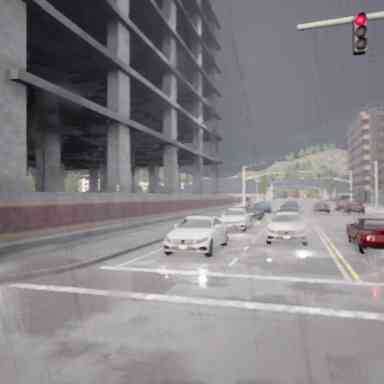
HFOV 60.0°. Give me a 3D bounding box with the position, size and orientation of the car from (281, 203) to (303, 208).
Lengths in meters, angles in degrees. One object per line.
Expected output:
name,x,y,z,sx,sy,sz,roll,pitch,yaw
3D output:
car,7.476,1.811,25.320,1.837,1.490,4.892,-1,-1,17

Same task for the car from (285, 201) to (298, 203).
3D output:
car,10.468,1.771,34.946,2.097,1.767,4.553,-1,-1,17

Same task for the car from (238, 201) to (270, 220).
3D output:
car,6.063,1.919,32.569,2.128,1.511,4.902,-1,-1,17

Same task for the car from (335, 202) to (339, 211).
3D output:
car,22.404,2.039,49.216,1.812,1.442,4.674,-1,-1,17

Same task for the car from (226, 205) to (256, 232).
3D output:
car,3.047,1.839,22.858,1.812,1.442,4.674,-1,-1,17

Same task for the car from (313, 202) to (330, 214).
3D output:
car,16.814,2.025,43.120,2.033,1.411,5.357,-1,-1,18

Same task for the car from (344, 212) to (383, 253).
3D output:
car,7.776,1.738,14.063,1.895,1.301,4.718,-1,-1,18

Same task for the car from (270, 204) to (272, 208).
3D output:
car,9.284,2.025,42.846,1.882,1.535,5.008,-1,-1,18

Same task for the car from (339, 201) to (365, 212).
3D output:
car,19.675,1.901,40.365,2.128,1.511,4.902,-1,-1,17

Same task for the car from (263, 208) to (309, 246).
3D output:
car,4.836,1.732,16.798,1.812,1.442,4.674,-1,-1,17

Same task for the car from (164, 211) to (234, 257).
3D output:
car,0.351,1.737,14.160,1.812,1.442,4.674,-1,-1,17
